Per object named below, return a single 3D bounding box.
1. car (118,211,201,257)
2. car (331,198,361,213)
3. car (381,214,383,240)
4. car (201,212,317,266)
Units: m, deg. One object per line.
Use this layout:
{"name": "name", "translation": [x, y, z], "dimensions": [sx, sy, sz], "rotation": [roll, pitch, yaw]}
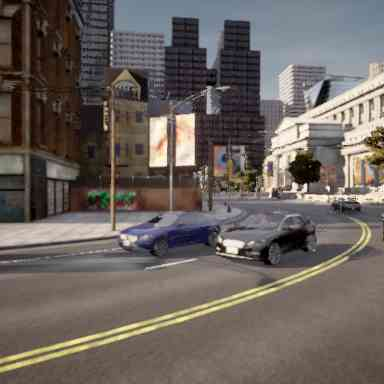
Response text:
{"name": "car", "translation": [-0.672, 1.491, 13.079], "dimensions": [1.812, 1.442, 4.674], "rotation": [1, 0, 42]}
{"name": "car", "translation": [16.630, 1.444, 36.128], "dimensions": [2.128, 1.511, 4.902], "rotation": [0, 0, 6]}
{"name": "car", "translation": [10.205, 1.512, 15.946], "dimensions": [1.812, 1.442, 4.674], "rotation": [0, 0, 31]}
{"name": "car", "translation": [2.789, 1.470, 11.732], "dimensions": [2.128, 1.511, 4.902], "rotation": [0, 0, 41]}
